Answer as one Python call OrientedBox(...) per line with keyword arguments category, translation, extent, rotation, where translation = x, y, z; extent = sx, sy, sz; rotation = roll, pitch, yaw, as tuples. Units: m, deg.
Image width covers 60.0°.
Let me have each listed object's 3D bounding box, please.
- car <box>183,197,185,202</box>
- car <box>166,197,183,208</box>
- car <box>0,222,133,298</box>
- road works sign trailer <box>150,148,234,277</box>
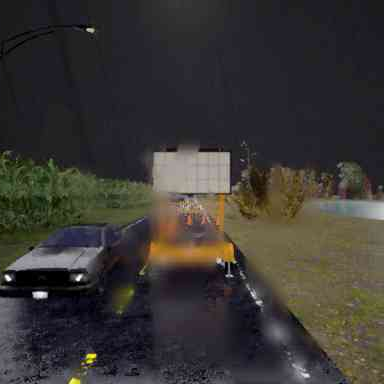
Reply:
OrientedBox(category="car", translation=(-2.774, 1.812, 84.647), extent=(1.895, 1.301, 4.718), rotation=(0, 0, 0))
OrientedBox(category="car", translation=(-2.863, 1.626, 50.707), extent=(2.033, 1.411, 5.357), rotation=(0, 0, 0))
OrientedBox(category="car", translation=(-2.853, 1.552, 8.921), extent=(2.033, 1.411, 5.357), rotation=(0, 0, 0))
OrientedBox(category="road works sign trailer", translation=(-0.004, 0.471, 10.234), extent=(2.380, 3.560, 2.880), rotation=(0, 0, 0))
